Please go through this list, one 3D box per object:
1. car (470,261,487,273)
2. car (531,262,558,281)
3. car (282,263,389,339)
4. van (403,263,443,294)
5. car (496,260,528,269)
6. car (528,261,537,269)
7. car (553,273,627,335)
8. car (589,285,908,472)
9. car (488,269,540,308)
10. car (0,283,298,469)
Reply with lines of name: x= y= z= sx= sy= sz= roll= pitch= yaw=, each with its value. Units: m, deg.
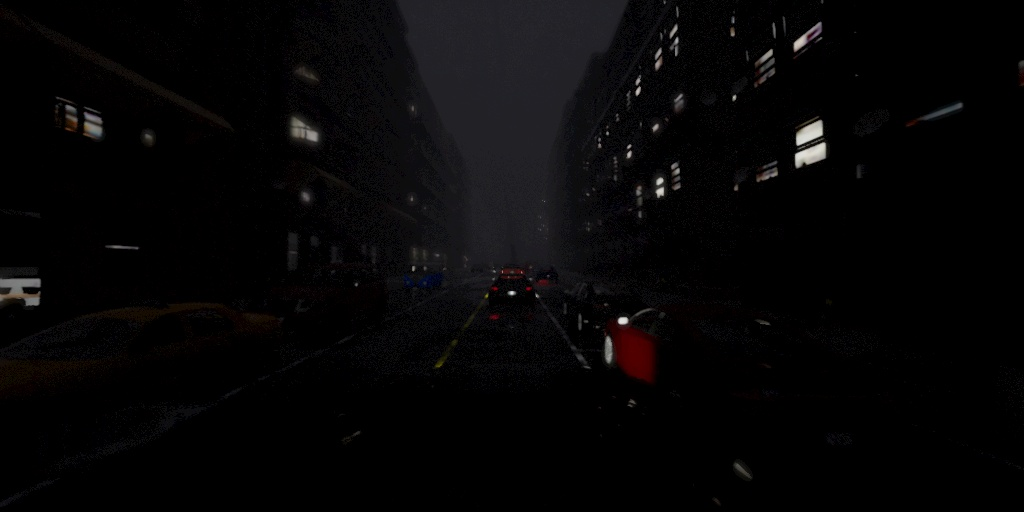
car: x=-5.300 y=1.881 z=54.884 sx=1.948 sy=1.339 sz=4.313 roll=0 pitch=0 yaw=0
car: x=3.023 y=1.534 z=32.215 sx=1.882 sy=1.535 sz=5.008 roll=0 pitch=-1 yaw=0
car: x=-5.312 y=1.149 z=10.645 sx=2.192 sy=1.841 sz=5.009 roll=0 pitch=0 yaw=0
van: x=-5.309 y=1.285 z=21.703 sx=1.690 sy=1.789 sz=3.998 roll=0 pitch=0 yaw=0
car: x=0.011 y=1.393 z=30.940 sx=2.097 sy=1.767 sz=4.553 roll=0 pitch=-1 yaw=0
car: x=3.031 y=1.639 z=39.216 sx=1.837 sy=1.490 sz=4.892 roll=0 pitch=-1 yaw=0
car: x=2.570 y=1.384 z=10.579 sx=2.007 sy=1.370 sz=4.403 roll=0 pitch=0 yaw=0
car: x=2.568 y=1.326 z=5.048 sx=1.888 sy=1.381 sz=4.507 roll=0 pitch=0 yaw=0
car: x=0.006 y=1.452 z=16.130 sx=1.994 sy=1.385 sz=4.181 roll=0 pitch=-1 yaw=0
car: x=-5.313 y=1.307 z=4.943 sx=1.751 sy=1.417 sz=4.829 roll=0 pitch=0 yaw=0
